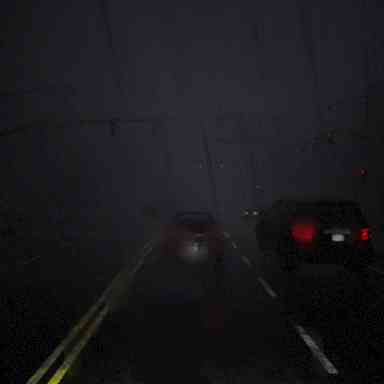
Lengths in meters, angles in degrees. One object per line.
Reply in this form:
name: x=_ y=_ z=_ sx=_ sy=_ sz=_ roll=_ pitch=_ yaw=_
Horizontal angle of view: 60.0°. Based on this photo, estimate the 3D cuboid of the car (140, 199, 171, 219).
car: x=-2.769 y=1.520 z=27.710 sx=1.895 sy=1.301 sz=4.718 roll=0 pitch=0 yaw=-28

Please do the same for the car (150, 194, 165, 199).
car: x=-7.005 y=1.162 z=65.632 sx=2.097 sy=1.767 sz=4.553 roll=0 pitch=0 yaw=0

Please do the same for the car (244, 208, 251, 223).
car: x=5.493 y=1.476 z=24.577 sx=2.033 sy=1.411 sz=5.357 roll=0 pitch=0 yaw=29

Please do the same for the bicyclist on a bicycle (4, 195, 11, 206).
bicyclist on a bicycle: x=-25.295 y=1.169 z=45.585 sx=0.582 sy=1.620 sz=1.656 roll=0 pitch=0 yaw=0

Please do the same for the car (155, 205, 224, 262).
car: x=0.074 y=1.457 z=12.003 sx=2.128 sy=1.511 sz=4.902 roll=0 pitch=0 yaw=0

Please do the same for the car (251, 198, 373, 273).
car: x=3.569 y=1.190 z=10.750 sx=2.150 sy=2.045 sz=5.566 roll=0 pitch=0 yaw=1

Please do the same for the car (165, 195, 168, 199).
car: x=-6.996 y=1.358 z=81.370 sx=1.895 sy=1.301 sz=4.718 roll=0 pitch=0 yaw=0
